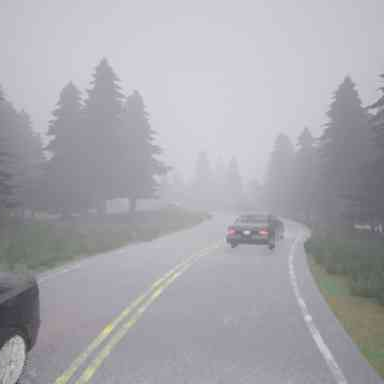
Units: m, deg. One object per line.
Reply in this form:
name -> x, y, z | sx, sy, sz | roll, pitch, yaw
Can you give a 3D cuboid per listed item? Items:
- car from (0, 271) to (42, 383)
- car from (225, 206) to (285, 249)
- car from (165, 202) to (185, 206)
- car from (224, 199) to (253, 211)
car -> -3.063, 1.456, 2.351 | 1.882, 1.535, 5.008 | 0, 0, 5
car -> 2.966, 1.581, 14.883 | 2.033, 1.411, 5.357 | -1, 0, 21
car -> -2.544, 2.088, 47.498 | 1.812, 1.442, 4.674 | 5, -7, -35
car -> 5.280, 1.592, 38.068 | 2.097, 1.767, 4.553 | 2, -1, -13
